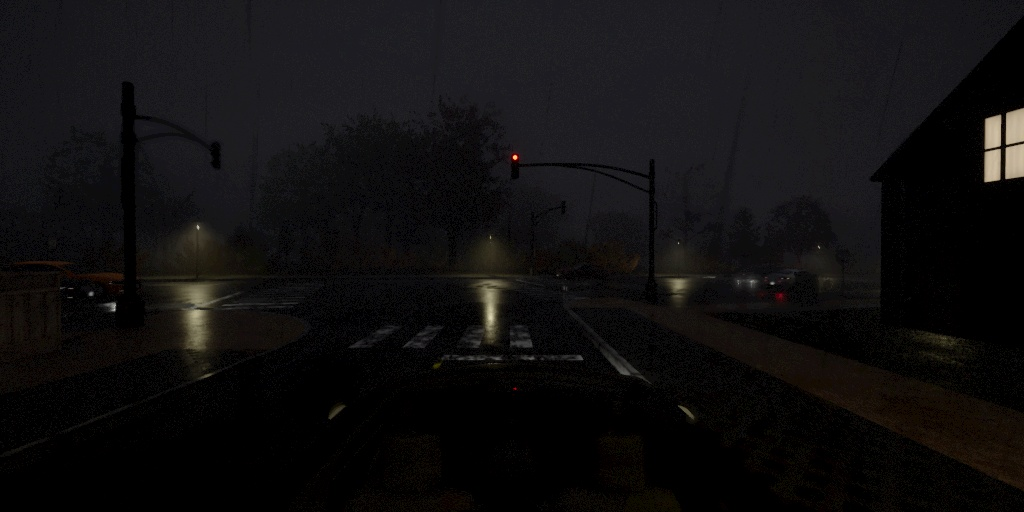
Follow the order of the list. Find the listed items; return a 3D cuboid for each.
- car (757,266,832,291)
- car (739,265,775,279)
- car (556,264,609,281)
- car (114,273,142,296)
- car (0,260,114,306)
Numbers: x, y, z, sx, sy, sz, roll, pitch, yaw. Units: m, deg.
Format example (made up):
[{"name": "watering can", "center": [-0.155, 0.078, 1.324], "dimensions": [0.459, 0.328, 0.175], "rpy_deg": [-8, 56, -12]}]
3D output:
[{"name": "car", "center": [19.652, 1.621, 24.667], "dimensions": [4.674, 1.442, 1.812], "rpy_deg": [1, 0, -17]}, {"name": "car", "center": [25.755, 1.648, 36.900], "dimensions": [4.892, 1.490, 1.837], "rpy_deg": [1, 0, -16]}, {"name": "car", "center": [6.033, 1.367, 30.632], "dimensions": [4.674, 1.442, 1.812], "rpy_deg": [1, 0, -19]}, {"name": "car", "center": [-18.325, 0.957, 14.411], "dimensions": [5.008, 1.535, 1.882], "rpy_deg": [2, 0, -21]}, {"name": "car", "center": [-16.855, 1.003, 11.499], "dimensions": [4.902, 1.511, 2.128], "rpy_deg": [1, 0, -22]}]
